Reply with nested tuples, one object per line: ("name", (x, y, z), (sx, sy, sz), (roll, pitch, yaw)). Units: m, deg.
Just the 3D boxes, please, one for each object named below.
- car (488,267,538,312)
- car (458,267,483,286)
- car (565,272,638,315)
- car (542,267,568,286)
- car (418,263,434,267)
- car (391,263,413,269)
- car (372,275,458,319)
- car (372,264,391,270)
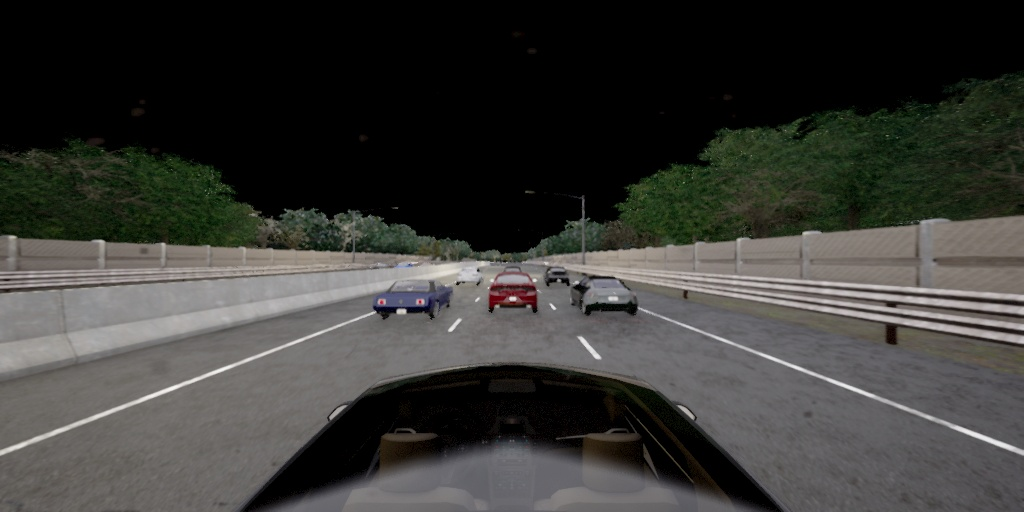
("car", (0.055, 1.405, 15.316), (1.882, 1.535, 5.008), (0, 0, 0))
("car", (-3.446, 1.640, 29.798), (1.812, 1.442, 4.674), (0, 0, 1))
("car", (3.550, 1.482, 14.514), (1.994, 1.385, 4.181), (0, -1, 1))
("car", (3.549, 1.613, 29.170), (1.837, 1.490, 4.892), (0, 0, 1))
("car", (-14.048, 1.861, 58.539), (1.882, 1.535, 5.008), (0, 0, 1))
("car", (-17.544, 1.862, 58.531), (1.882, 1.535, 5.008), (0, 0, 1))
("car", (-3.461, 1.506, 13.547), (1.895, 1.301, 4.718), (0, -1, 1))
("car", (-21.025, 1.932, 58.537), (2.033, 1.411, 5.357), (0, 0, 1))
